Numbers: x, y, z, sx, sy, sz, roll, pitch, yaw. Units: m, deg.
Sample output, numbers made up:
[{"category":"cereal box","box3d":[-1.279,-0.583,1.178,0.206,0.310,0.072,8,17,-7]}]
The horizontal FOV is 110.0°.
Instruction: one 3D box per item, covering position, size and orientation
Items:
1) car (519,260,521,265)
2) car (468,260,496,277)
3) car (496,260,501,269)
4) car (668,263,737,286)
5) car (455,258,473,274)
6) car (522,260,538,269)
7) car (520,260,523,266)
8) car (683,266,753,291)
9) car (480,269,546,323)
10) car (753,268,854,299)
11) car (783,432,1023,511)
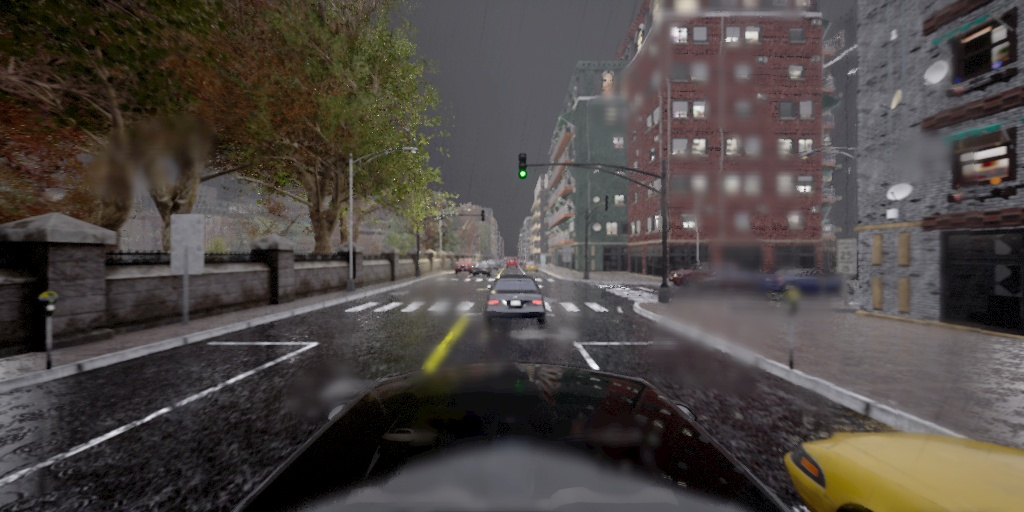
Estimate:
[{"category":"car","box3d":[2.685,1.519,60.399,2.007,1.370,4.403,0,0,0]},{"category":"car","box3d":[-3.097,1.426,38.214,2.033,1.411,5.357,0,0,0]},{"category":"car","box3d":[-3.076,1.464,53.165,1.812,1.442,4.674,0,0,0]},{"category":"car","box3d":[14.596,1.426,27.208,5.009,1.841,2.192,0,0,0]},{"category":"car","box3d":[-5.694,1.215,43.792,2.192,1.841,5.009,0,0,0]},{"category":"car","box3d":[2.686,1.448,49.498,1.751,1.417,4.829,0,0,0]},{"category":"car","box3d":[2.686,1.490,54.863,1.888,1.381,4.507,0,0,0]},{"category":"car","box3d":[15.082,1.669,24.618,5.357,1.411,2.033,1,0,0]},{"category":"car","box3d":[0.098,1.333,12.259,2.033,1.411,5.357,0,0,0]},{"category":"car","box3d":[17.550,1.520,21.433,4.553,1.767,2.097,1,0,0]},{"category":"car","box3d":[2.692,1.271,0.398,1.751,1.417,4.829,0,0,0]}]
